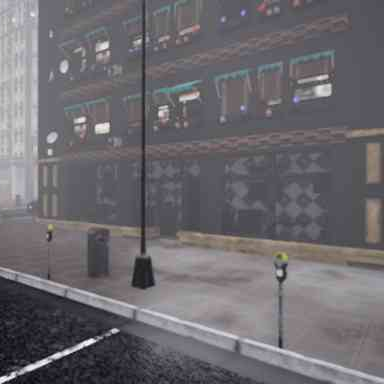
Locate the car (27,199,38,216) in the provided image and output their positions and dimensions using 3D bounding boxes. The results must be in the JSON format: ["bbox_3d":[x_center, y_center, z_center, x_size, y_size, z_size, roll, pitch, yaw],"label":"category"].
[{"bbox_3d":[-9.988,1.057,24.710,1.947,1.339,4.313,2,2,35],"label":"car"}]

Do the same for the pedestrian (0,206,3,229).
[{"bbox_3d":[-9.348,1.243,16.217,0.500,1.100,0.500,0,0,35],"label":"pedestrian"}]
